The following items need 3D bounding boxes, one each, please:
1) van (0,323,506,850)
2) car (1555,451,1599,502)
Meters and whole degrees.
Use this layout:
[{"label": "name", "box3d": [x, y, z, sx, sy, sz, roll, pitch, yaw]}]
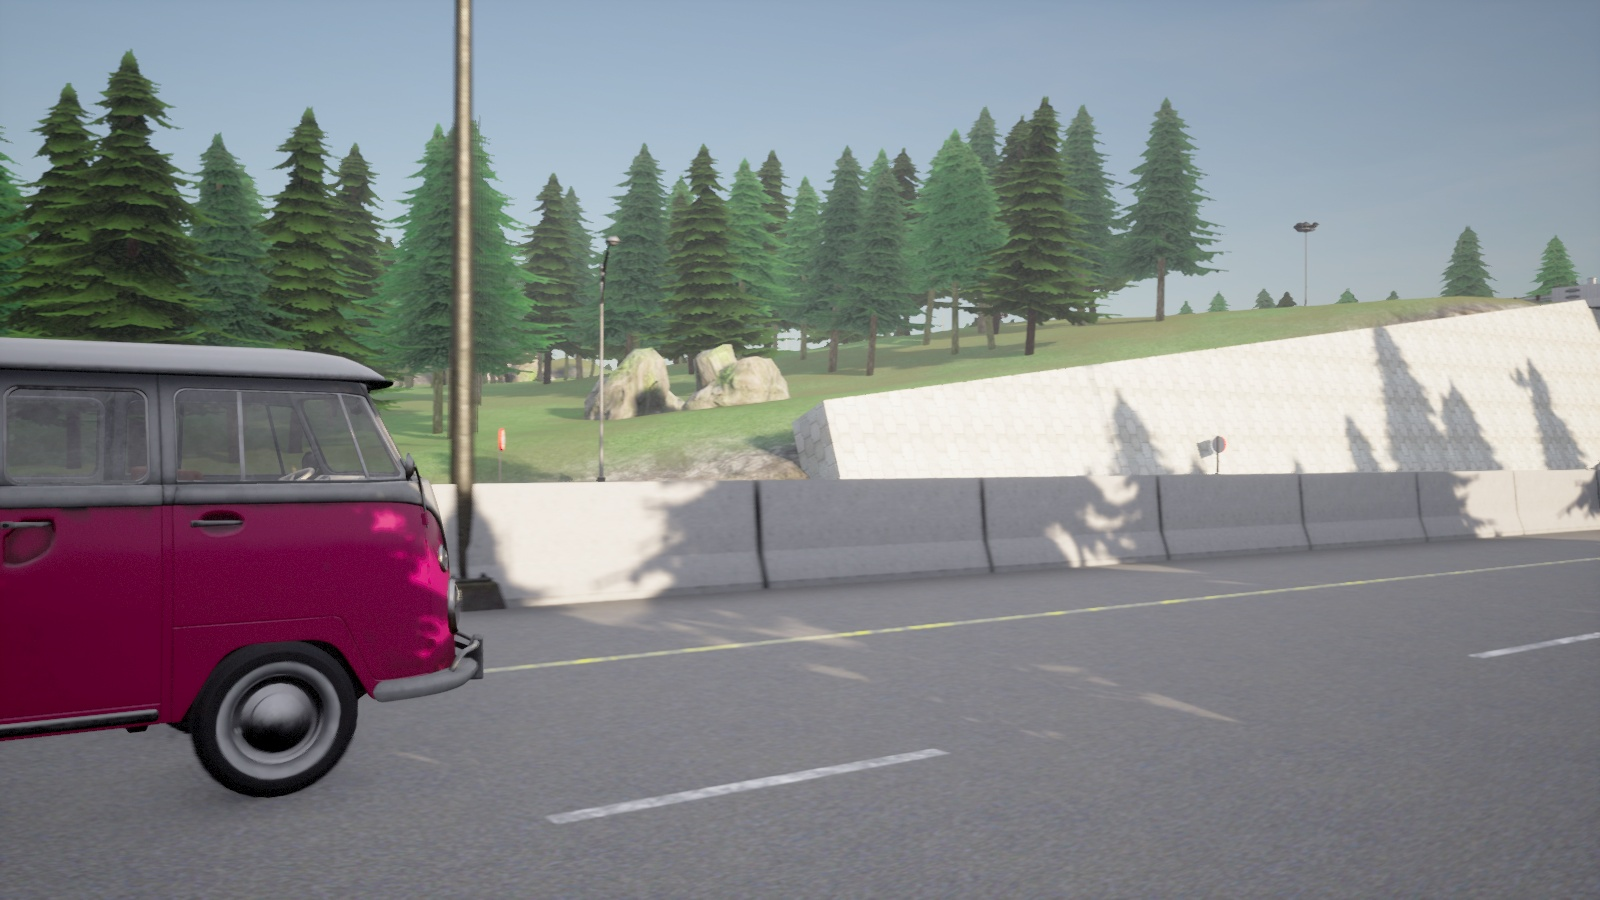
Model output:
[{"label": "van", "box3d": [-3.710, 0.518, 5.341, 4.442, 1.987, 1.775, 0, 0, -35]}, {"label": "car", "box3d": [25.351, 0.785, 38.361, 4.792, 1.488, 2.163, 0, 0, -35]}]
